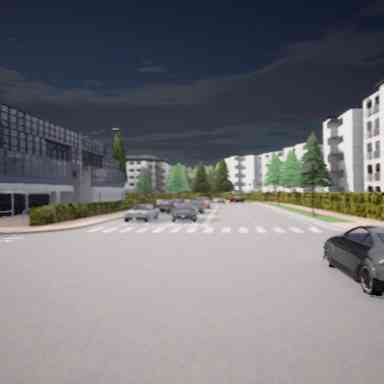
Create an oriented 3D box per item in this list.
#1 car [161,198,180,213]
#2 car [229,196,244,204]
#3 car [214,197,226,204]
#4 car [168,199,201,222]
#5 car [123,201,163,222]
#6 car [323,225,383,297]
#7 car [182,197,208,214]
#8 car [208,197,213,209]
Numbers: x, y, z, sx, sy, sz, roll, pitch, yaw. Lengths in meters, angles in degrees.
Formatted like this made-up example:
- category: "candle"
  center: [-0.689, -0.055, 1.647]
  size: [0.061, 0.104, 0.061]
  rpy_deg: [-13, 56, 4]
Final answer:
- category: "car"
  center: [-3.044, 1.665, 36.810]
  size: [2.033, 1.411, 5.357]
  rpy_deg: [-1, 0, 6]
- category: "car"
  center: [8.932, 1.512, 66.910]
  size: [1.882, 1.535, 5.008]
  rpy_deg: [-1, 0, -11]
- category: "car"
  center: [5.308, 1.680, 67.369]
  size: [1.895, 1.301, 4.718]
  rpy_deg: [-1, 0, -11]
- category: "car"
  center: [-0.496, 1.569, 26.829]
  size: [1.837, 1.490, 4.892]
  rpy_deg: [-1, 0, 4]
- category: "car"
  center: [-4.059, 1.710, 27.213]
  size: [1.895, 1.301, 4.718]
  rpy_deg: [-1, 0, 7]
- category: "car"
  center: [4.806, 1.522, 8.429]
  size: [1.994, 1.385, 4.181]
  rpy_deg: [-1, 0, 6]
- category: "car"
  center: [0.412, 1.578, 36.190]
  size: [1.837, 1.490, 4.892]
  rpy_deg: [-1, 0, 6]
- category: "car"
  center: [1.442, 1.434, 46.126]
  size: [2.097, 1.767, 4.553]
  rpy_deg: [-1, 0, 6]
